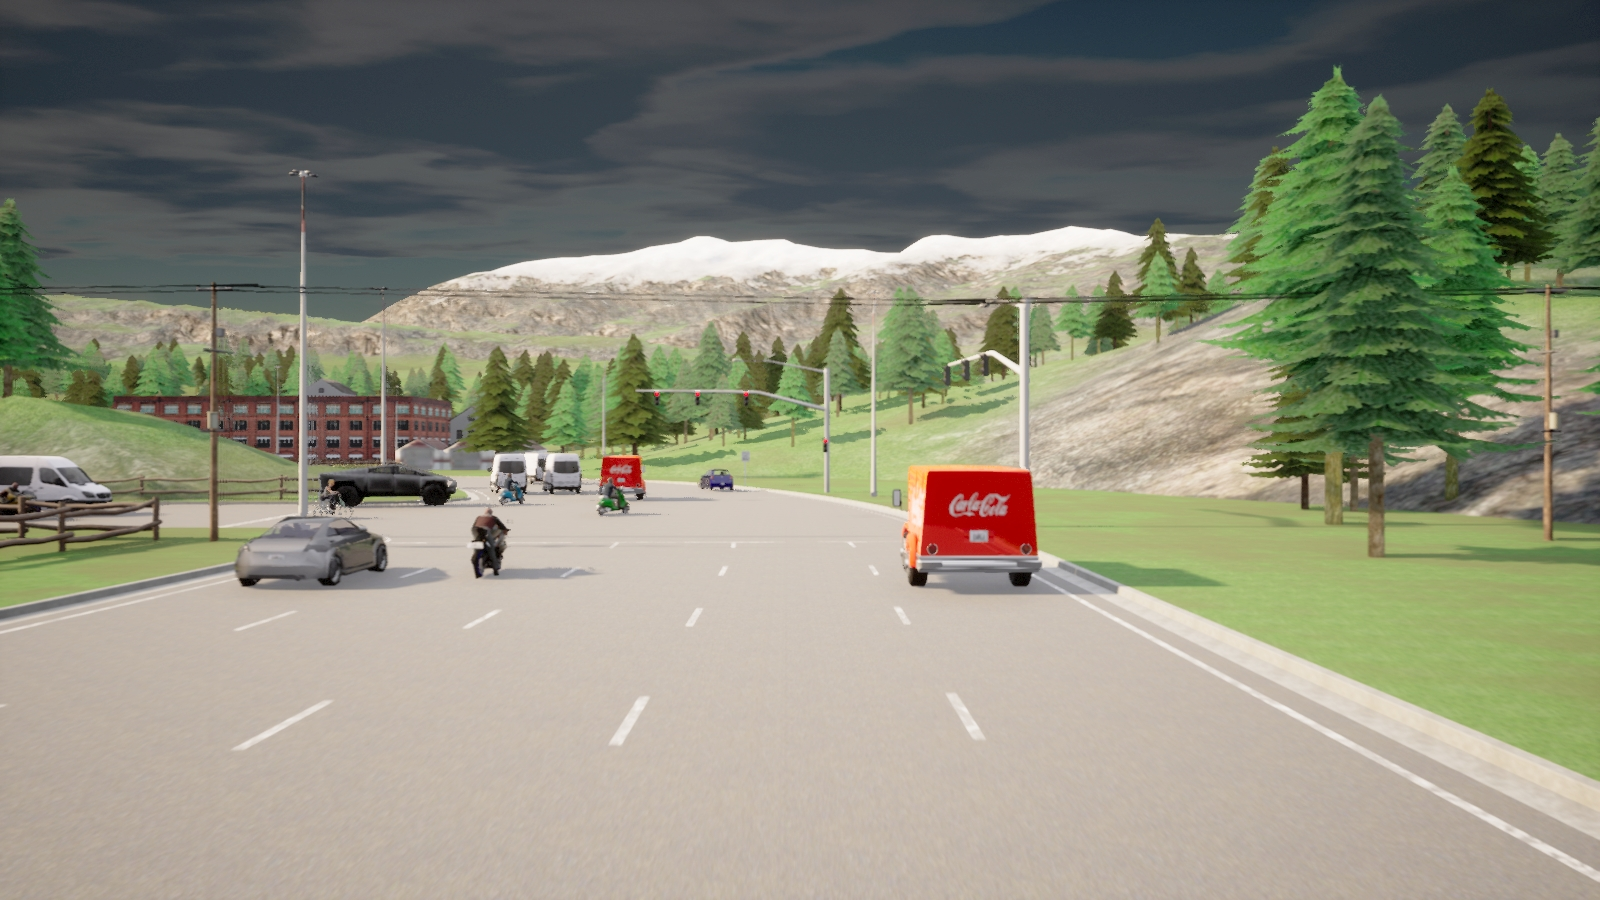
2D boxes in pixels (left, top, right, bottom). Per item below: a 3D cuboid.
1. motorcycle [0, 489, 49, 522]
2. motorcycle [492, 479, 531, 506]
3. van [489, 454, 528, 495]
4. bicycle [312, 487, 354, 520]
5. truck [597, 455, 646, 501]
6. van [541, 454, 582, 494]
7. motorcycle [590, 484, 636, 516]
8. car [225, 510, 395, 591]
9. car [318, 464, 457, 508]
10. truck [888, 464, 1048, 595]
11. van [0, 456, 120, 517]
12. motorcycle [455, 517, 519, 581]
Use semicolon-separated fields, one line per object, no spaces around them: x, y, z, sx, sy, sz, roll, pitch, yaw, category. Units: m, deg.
-31.331;2.206;45.552;2.209;1.251;0.867;0;0;-1;motorcycle
-14.621;2.142;57.978;0.856;1.316;1.805;-4;-2;29;motorcycle
-19.140;1.535;74.794;1.988;2.561;5.915;0;0;-19;van
-18.881;2.158;46.218;1.487;1.276;0.859;0;-3;-15;bicycle
-10.211;1.568;65.714;2.627;2.467;5.204;1;0;-7;truck
-15.775;1.535;75.412;1.988;2.561;5.915;0;0;-18;van
-8.034;2.142;49.130;0.856;1.316;1.805;-3;-2;41;motorcycle
-10.543;2.119;24.942;1.994;1.385;4.181;0;0;-1;car
-20.419;1.754;56.897;6.274;2.098;2.390;0;0;-14;car
3.459;1.568;24.761;2.627;2.467;5.204;0;0;-1;truck
-32.746;1.535;49.029;5.915;2.561;1.988;0;0;-1;van
-7.065;2.205;25.875;0.867;1.251;2.209;0;0;-1;motorcycle
